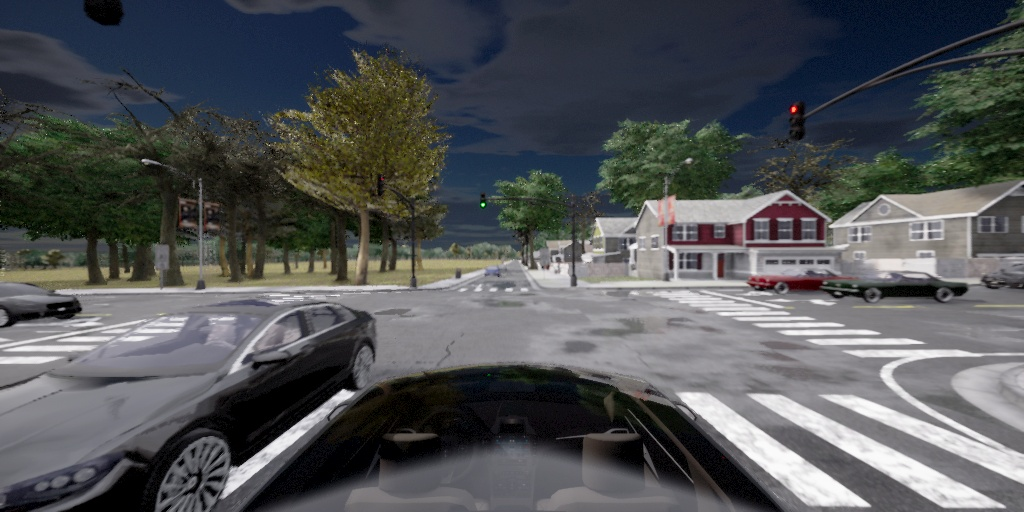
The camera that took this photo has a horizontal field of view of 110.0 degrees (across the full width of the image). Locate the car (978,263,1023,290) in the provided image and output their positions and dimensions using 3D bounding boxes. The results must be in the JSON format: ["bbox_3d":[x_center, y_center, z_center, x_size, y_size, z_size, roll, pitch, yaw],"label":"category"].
[{"bbox_3d":[27.592,1.068,18.680,4.892,1.490,1.837,-1,0,1],"label":"car"}]

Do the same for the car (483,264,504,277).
[{"bbox_3d":[-2.334,1.889,43.965,1.812,1.442,4.674,0,0,1],"label":"car"}]

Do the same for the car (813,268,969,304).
[{"bbox_3d":[16.451,1.304,15.648,4.718,1.301,1.895,-1,0,1],"label":"car"}]

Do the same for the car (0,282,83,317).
[{"bbox_3d":[-18.486,1.680,12.893,4.892,1.490,1.837,-1,0,2],"label":"car"}]

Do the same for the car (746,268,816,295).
[{"bbox_3d":[15.161,1.299,18.924,4.718,1.301,1.895,-1,0,1],"label":"car"}]

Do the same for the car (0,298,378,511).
[{"bbox_3d":[-3.191,1.297,4.123,2.128,1.511,4.902,0,-1,1],"label":"car"}]
